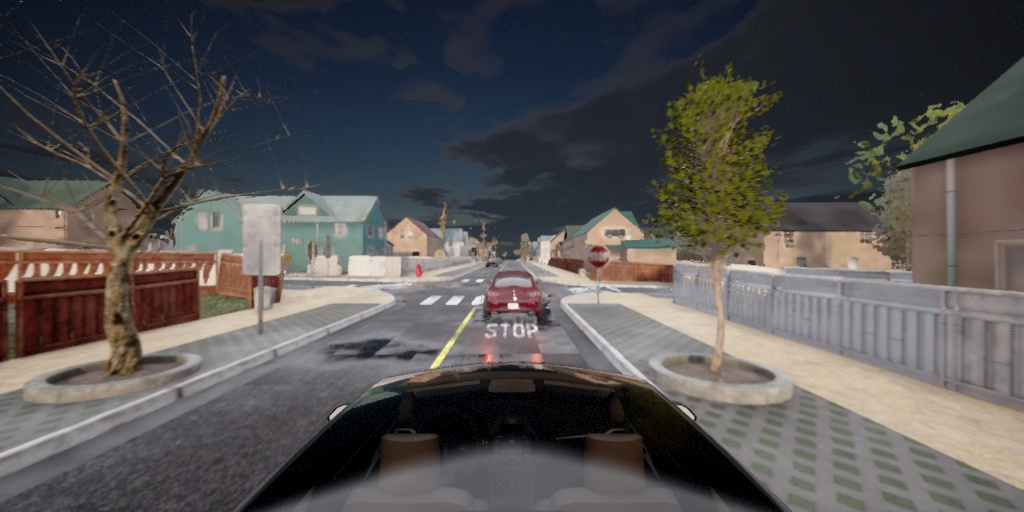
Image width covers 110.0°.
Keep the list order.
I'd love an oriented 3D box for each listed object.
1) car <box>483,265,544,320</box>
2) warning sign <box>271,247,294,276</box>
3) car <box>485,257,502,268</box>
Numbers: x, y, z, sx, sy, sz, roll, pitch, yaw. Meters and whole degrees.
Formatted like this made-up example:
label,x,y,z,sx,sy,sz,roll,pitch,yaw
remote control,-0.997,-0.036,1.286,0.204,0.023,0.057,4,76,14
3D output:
label,x,y,z,sx,sy,sz,roll,pitch,yaw
car,0.055,1.211,12.266,1.812,1.442,4.674,0,0,0
warning sign,-15.785,0.461,25.146,1.060,1.860,1.300,0,0,0
car,-2.821,1.100,51.526,1.895,1.301,4.718,0,0,0
